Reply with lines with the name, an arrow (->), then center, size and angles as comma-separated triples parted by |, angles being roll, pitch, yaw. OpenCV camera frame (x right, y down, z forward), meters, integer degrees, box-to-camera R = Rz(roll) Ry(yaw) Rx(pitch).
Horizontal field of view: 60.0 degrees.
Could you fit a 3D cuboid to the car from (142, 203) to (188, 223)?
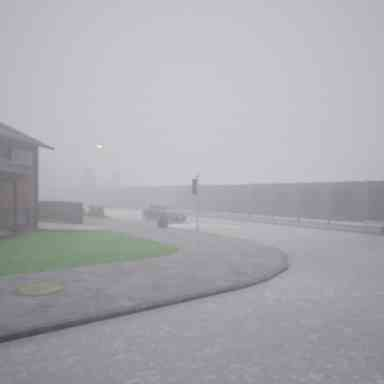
car -> -2.243, 1.641, 26.247 | 1.837, 1.490, 4.892 | 1, 0, -35
